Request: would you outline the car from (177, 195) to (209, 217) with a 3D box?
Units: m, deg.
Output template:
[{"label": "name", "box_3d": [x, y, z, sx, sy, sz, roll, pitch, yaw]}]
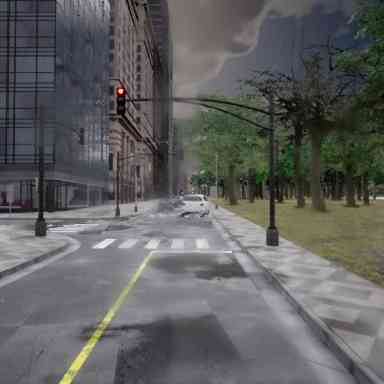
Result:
[{"label": "car", "box_3d": [0.322, 1.272, 31.827, 2.150, 2.045, 5.566, 1, 0, 6]}]

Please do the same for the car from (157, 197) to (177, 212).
[{"label": "car", "box_3d": [-3.084, 1.627, 39.411, 2.033, 1.411, 5.357, 0, 0, -4]}]

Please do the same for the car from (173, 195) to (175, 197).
[{"label": "car", "box_3d": [-3.042, 1.623, 49.544, 1.837, 1.490, 4.892, 0, 0, 0]}]

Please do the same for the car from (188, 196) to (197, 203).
[{"label": "car", "box_3d": [0.089, 1.773, 79.422, 2.128, 1.511, 4.902, 0, 0, 0]}]
